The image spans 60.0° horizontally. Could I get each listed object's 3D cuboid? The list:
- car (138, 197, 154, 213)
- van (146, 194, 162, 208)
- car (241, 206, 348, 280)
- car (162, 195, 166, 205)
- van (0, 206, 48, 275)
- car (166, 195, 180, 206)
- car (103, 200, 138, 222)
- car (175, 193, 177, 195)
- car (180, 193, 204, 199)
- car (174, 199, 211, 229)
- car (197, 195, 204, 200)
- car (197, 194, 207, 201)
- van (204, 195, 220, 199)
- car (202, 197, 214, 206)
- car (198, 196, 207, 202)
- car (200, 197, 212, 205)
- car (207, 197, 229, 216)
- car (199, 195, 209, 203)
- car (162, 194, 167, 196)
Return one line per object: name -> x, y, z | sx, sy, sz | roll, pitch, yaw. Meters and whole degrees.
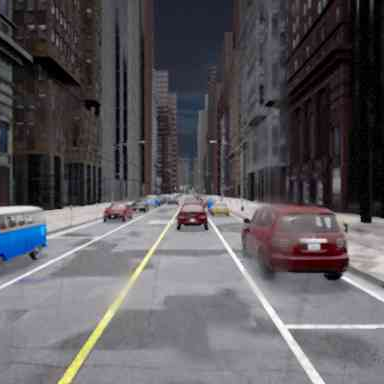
car -> -5.887, 1.594, 38.001 | 1.947, 1.339, 4.313 | 0, 0, 0
van -> -5.926, 1.380, 49.275 | 1.690, 1.788, 3.998 | 0, 0, 0
car -> 2.731, 1.314, 9.861 | 2.192, 1.841, 5.009 | 0, 0, 0
car -> -5.943, 1.610, 54.911 | 1.947, 1.339, 4.313 | 0, 0, 0
van -> -5.794, 1.351, 9.817 | 1.690, 1.788, 3.998 | 0, 0, 0
car -> -3.183, 1.642, 56.190 | 1.895, 1.301, 4.718 | 0, 0, 0
car -> -5.849, 1.564, 26.728 | 1.887, 1.381, 4.507 | 0, 0, 0
car -> -6.075, 1.521, 94.368 | 1.967, 1.590, 4.097 | 0, 0, 0
car -> -0.029, 1.373, 39.564 | 2.097, 1.767, 4.553 | 0, 0, 0
car -> 0.030, 1.485, 21.741 | 1.882, 1.535, 5.008 | 0, 0, 0
car -> 2.450, 1.636, 94.405 | 1.947, 1.339, 4.313 | 0, 0, 0
car -> 2.487, 1.374, 83.133 | 2.192, 1.841, 5.009 | 0, 0, 0
van -> 2.637, 1.358, 38.042 | 1.690, 1.788, 3.998 | 0, 0, 0
car -> 2.581, 1.558, 55.121 | 1.752, 1.417, 4.829 | 0, 0, 0
car -> 2.507, 1.619, 77.496 | 1.947, 1.339, 4.313 | 0, 0, 0
car -> 2.563, 1.588, 60.587 | 2.008, 1.369, 4.403 | 0, 0, 0
car -> 2.656, 1.538, 32.576 | 1.752, 1.417, 4.829 | 0, 0, 0
car -> 2.525, 1.488, 71.859 | 1.967, 1.590, 4.097 | 0, 0, 0
car -> -5.962, 1.615, 60.548 | 1.947, 1.339, 4.313 | 0, 0, 0
